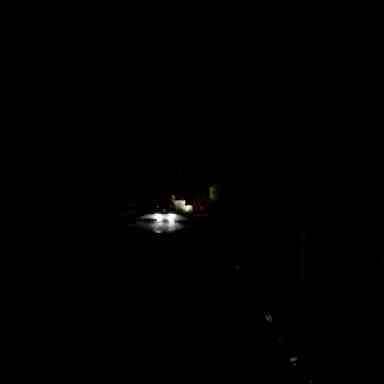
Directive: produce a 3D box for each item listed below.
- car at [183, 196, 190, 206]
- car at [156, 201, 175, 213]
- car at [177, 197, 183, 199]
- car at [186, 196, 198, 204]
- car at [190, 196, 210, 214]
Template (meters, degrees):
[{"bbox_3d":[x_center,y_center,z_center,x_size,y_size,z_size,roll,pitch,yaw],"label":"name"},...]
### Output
[{"bbox_3d":[-0.024,1.379,53.574,2.097,1.767,4.553,0,0,0],"label":"car"},{"bbox_3d":[-2.862,1.617,36.699,1.895,1.301,4.718,0,0,0],"label":"car"},{"bbox_3d":[-2.786,1.370,78.101,2.033,1.411,5.357,0,0,0],"label":"car"},{"bbox_3d":[-0.030,1.525,64.623,2.128,1.511,4.902,0,0,0],"label":"car"},{"bbox_3d":[0.946,1.494,36.034,1.882,1.535,5.008,0,0,0],"label":"car"}]
